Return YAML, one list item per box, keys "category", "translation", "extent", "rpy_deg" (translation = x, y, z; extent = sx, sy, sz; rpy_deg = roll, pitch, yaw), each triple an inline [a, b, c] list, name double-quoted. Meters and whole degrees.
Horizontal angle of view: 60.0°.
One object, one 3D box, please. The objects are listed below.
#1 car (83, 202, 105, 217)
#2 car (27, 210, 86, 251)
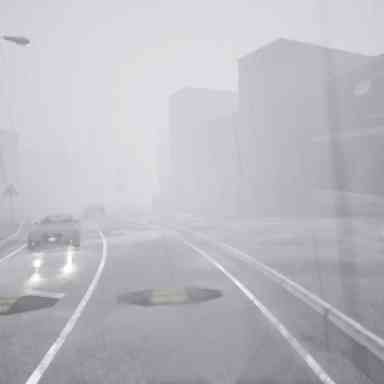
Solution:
- category: "car"
  translation: [-10.224, 1.790, 34.684]
  extent: [1.812, 1.442, 4.674]
  rpy_deg: [-2, 0, -23]
- category: "car"
  translation: [-6.087, 1.717, 15.149]
  extent: [1.994, 1.385, 4.181]
  rpy_deg: [-2, 0, -16]
